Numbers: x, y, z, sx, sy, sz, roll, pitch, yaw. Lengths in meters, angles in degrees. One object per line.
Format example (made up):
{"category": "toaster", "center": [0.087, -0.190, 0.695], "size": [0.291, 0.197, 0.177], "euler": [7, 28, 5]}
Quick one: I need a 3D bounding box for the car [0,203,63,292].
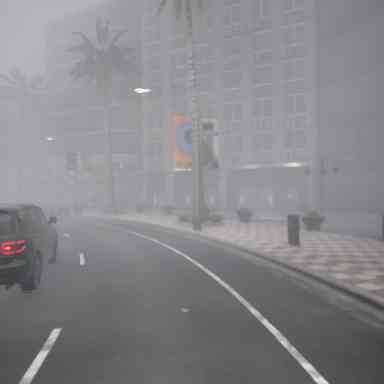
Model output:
{"category": "car", "center": [-5.047, 1.308, 8.998], "size": [2.150, 2.045, 5.566], "euler": [0, 0, -15]}

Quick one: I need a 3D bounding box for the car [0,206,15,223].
{"category": "car", "center": [-16.965, 1.874, 28.490], "size": [4.718, 1.301, 1.895], "euler": [-1, 0, 45]}

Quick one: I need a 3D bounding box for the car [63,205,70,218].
{"category": "car", "center": [-13.283, 1.780, 31.600], "size": [4.674, 1.442, 1.812], "euler": [-1, 0, 45]}
